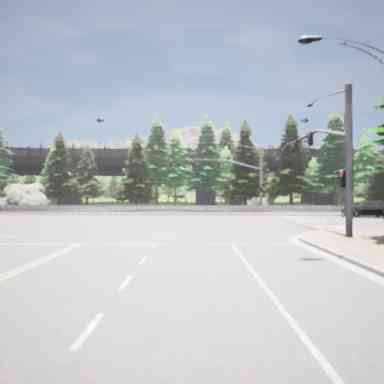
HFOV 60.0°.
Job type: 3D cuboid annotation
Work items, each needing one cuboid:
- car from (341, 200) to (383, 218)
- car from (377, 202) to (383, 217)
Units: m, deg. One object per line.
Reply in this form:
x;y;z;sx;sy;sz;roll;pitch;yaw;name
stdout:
17.553;1.658;33.659;4.553;1.767;2.097;0;-1;1;car
19.642;1.835;30.136;4.181;1.385;1.994;0;-1;1;car
